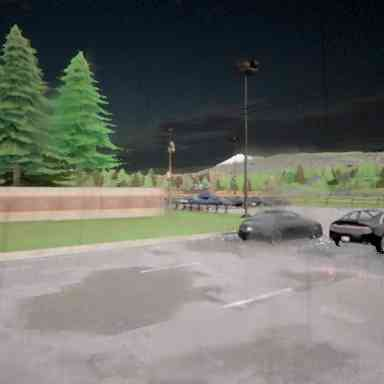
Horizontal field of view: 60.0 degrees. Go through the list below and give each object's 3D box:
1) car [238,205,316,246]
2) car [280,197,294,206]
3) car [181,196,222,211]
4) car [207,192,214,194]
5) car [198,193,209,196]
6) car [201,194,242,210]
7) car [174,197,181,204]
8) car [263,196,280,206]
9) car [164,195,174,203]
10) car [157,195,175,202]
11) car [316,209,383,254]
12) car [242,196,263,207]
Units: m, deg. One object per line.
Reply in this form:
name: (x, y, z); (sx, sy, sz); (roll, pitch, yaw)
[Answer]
car: (4.091, 1.531, 15.266); (4.181, 1.385, 1.994); (0, 0, -35)
car: (12.396, 1.398, 48.209); (1.837, 1.490, 4.892); (0, 0, -36)
car: (1.050, 1.533, 39.991); (1.895, 1.301, 4.718); (0, 0, -36)
car: (3.166, 1.114, 61.027); (2.150, 2.045, 5.566); (0, 0, -35)
car: (0.310, 1.380, 58.986); (1.882, 1.535, 5.008); (0, 0, -36)
car: (3.642, 1.426, 42.381); (1.837, 1.490, 4.892); (0, 0, -36)
car: (-2.354, 1.514, 56.674); (1.895, 1.301, 4.718); (0, 0, -36)
car: (9.356, 1.404, 46.432); (1.837, 1.490, 4.892); (0, 1, -36)
car: (-5.631, 1.414, 55.228); (2.128, 1.511, 4.902); (0, 0, -36)
car: (-5.883, 1.409, 73.624); (1.812, 1.442, 4.674); (0, 0, -36)
car: (7.520, 1.454, 13.413); (4.902, 1.511, 2.128); (0, 0, -35)
car: (6.528, 1.402, 44.367); (2.128, 1.511, 4.902); (0, 0, -36)
